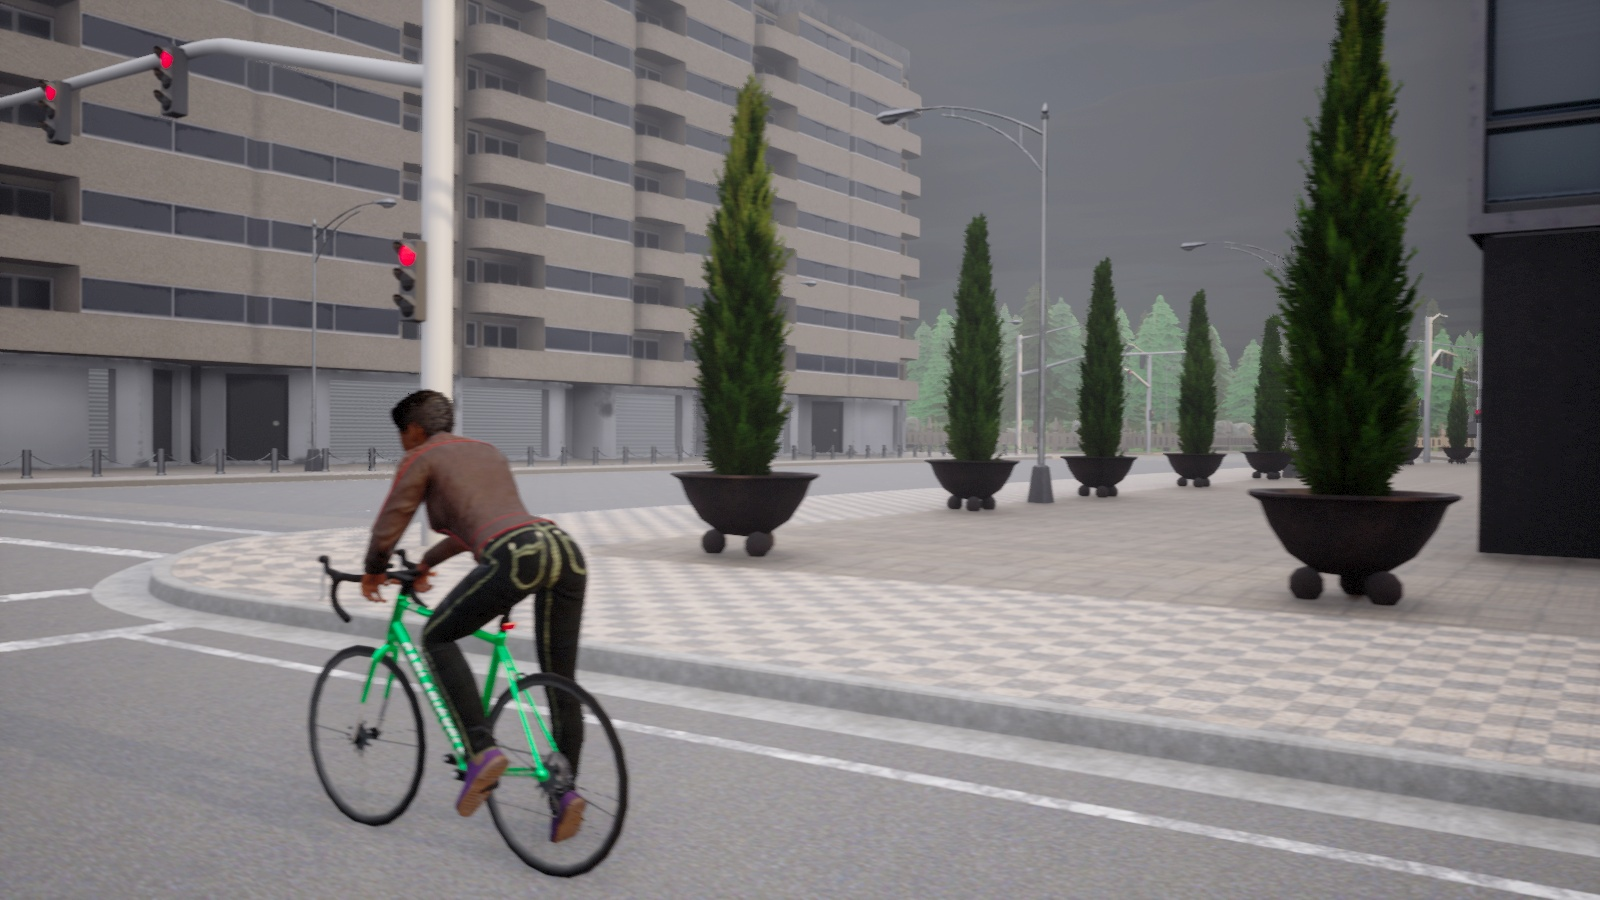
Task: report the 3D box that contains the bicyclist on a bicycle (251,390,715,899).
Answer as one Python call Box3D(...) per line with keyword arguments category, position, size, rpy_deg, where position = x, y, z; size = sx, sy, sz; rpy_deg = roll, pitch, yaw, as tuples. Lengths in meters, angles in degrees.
Box3D(category="bicyclist on a bicycle", position=(-1.145, 0.634, 4.384), size=(1.656, 1.620, 0.582), rpy_deg=(0, 1, 34))
